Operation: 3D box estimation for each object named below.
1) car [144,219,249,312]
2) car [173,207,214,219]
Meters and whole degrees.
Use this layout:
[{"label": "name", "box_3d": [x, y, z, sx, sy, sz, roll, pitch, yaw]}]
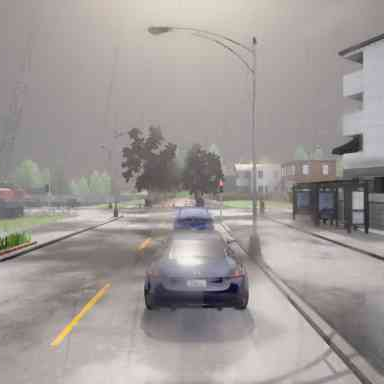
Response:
[{"label": "car", "box_3d": [0.090, 1.564, 7.808, 1.994, 1.385, 4.181, 0, 0, 0]}, {"label": "car", "box_3d": [0.080, 1.478, 16.791, 1.882, 1.535, 5.008, 0, 0, 0]}]
